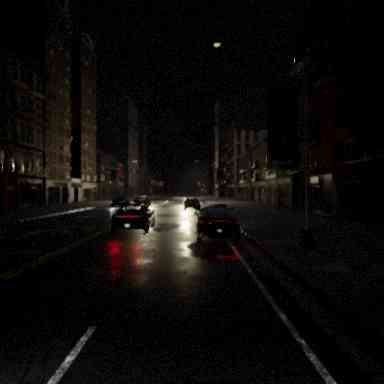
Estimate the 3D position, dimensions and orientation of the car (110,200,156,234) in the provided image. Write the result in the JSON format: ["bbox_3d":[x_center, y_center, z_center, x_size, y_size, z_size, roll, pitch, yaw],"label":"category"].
[{"bbox_3d":[-3.158,1.407,18.605,2.128,1.511,4.902,0,0,0],"label":"car"}]

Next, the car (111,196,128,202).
[{"bbox_3d":[-9.848,1.292,45.781,1.837,1.490,4.892,0,0,0],"label":"car"}]

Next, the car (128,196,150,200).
[{"bbox_3d":[-6.606,1.284,44.131,2.128,1.511,4.902,0,0,0],"label":"car"}]

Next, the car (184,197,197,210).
[{"bbox_3d":[0.023,1.416,39.531,1.895,1.301,4.718,0,0,1],"label":"car"}]

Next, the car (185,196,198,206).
[{"bbox_3d":[-0.020,1.362,50.756,1.895,1.301,4.718,0,0,0],"label":"car"}]

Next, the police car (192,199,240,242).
[{"bbox_3d":[1.131,1.353,16.181,1.930,1.638,5.238,0,0,0],"label":"police car"}]
